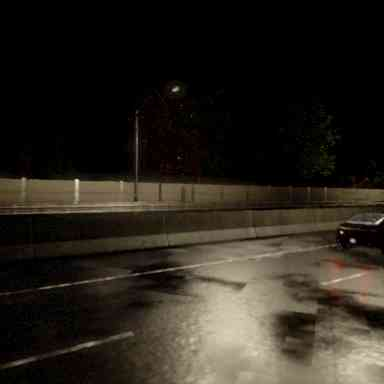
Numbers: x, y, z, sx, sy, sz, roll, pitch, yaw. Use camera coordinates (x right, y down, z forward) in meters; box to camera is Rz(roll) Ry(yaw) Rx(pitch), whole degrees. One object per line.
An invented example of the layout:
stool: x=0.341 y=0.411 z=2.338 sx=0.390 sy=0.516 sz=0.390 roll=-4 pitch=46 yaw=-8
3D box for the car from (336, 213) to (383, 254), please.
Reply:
car: x=8.002 y=1.630 z=13.857 sx=4.902 sy=1.511 sz=2.128 roll=1 pitch=0 yaw=-35
